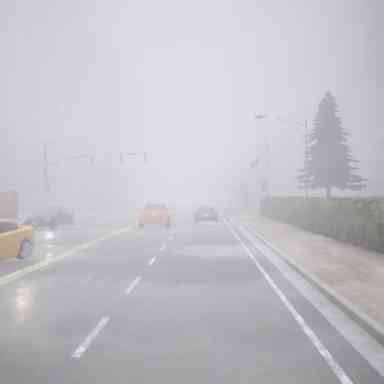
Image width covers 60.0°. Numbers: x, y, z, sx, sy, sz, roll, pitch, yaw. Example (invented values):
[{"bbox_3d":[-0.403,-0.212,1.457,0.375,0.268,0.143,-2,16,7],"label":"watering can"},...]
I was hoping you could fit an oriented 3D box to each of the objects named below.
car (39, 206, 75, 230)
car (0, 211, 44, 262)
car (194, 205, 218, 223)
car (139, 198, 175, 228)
[{"bbox_3d":[-9.649,1.720,22.992,1.812,1.442,4.674,0,-1,3],"label":"car"},{"bbox_3d":[-6.740,1.562,10.144,1.882,1.535,5.008,0,-1,2],"label":"car"},{"bbox_3d":[1.188,1.811,28.241,1.994,1.385,4.181,0,0,2],"label":"car"},{"bbox_3d":[-2.474,1.563,24.383,2.097,1.767,4.553,0,0,2],"label":"car"}]
